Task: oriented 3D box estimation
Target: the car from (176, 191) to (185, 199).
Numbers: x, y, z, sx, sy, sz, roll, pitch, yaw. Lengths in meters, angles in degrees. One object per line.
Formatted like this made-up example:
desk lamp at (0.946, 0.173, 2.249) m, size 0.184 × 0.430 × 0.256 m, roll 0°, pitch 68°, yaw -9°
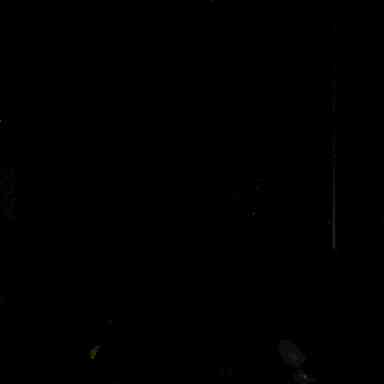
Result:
car at (-2.751, 0.619, 78.508) m, size 2.097 × 1.767 × 4.553 m, roll 0°, pitch 0°, yaw 0°

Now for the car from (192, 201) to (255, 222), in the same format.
car at (2.532, 1.514, 26.613) m, size 5.008 × 1.535 × 1.882 m, roll 1°, pitch 1°, yaw 0°
